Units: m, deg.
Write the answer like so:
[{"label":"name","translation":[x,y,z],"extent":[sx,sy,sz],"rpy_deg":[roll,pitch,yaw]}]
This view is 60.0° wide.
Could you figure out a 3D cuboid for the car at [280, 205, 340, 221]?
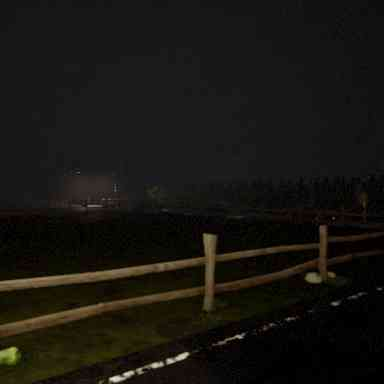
[{"label":"car","translation":[9.772,1.748,27.777],"extent":[1.895,1.301,4.718],"rpy_deg":[0,0,-36]}]

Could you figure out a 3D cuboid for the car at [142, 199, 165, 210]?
[{"label":"car","translation":[-5.881,1.879,49.859],"extent":[1.837,1.490,4.892],"rpy_deg":[0,-1,-35]}]

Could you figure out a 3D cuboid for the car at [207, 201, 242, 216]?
[{"label":"car","translation":[3.470,1.761,36.647],"extent":[1.812,1.442,4.674],"rpy_deg":[0,0,-35]}]
